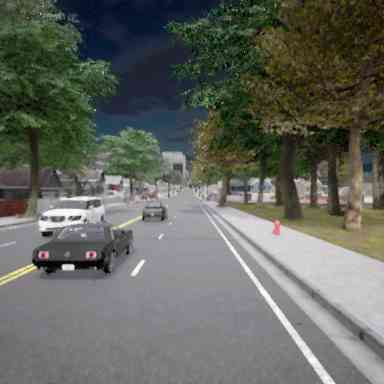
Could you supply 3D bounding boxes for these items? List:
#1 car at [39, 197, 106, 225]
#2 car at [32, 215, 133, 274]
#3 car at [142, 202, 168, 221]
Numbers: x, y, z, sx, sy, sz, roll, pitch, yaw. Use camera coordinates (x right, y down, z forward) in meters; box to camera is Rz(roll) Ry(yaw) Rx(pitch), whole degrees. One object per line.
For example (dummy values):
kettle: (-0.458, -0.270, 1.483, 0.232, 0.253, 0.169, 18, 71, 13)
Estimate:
car: (-6.497, 1.297, 18.779, 2.150, 2.045, 5.566, 0, 0, 0)
car: (-3.144, 1.640, 10.687, 1.895, 1.301, 4.718, 0, 0, 0)
car: (-3.136, 1.608, 28.771, 2.128, 1.511, 4.902, 0, 0, 0)
